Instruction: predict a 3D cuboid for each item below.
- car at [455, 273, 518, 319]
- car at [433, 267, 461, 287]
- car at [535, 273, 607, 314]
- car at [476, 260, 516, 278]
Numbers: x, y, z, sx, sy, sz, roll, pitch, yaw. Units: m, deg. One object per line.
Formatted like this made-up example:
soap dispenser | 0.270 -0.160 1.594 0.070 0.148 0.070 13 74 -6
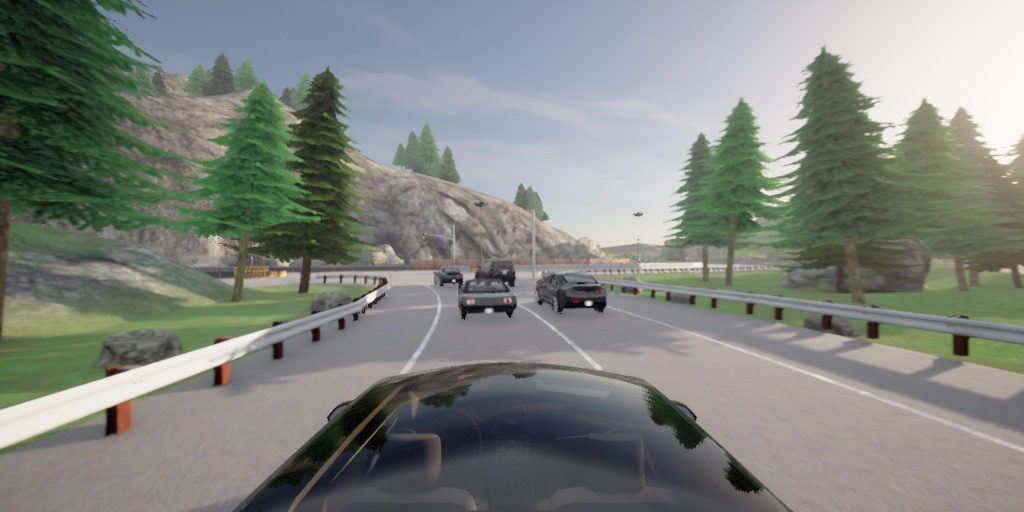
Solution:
car | -1.105 1.520 13.799 1.895 1.301 4.718 0 -1 -10
car | -5.178 1.654 29.104 1.837 1.490 4.892 0 -1 -20
car | 2.254 1.418 14.824 1.837 1.490 4.892 0 0 -10
car | -1.385 1.350 29.177 2.150 2.045 5.566 0 -1 -19
